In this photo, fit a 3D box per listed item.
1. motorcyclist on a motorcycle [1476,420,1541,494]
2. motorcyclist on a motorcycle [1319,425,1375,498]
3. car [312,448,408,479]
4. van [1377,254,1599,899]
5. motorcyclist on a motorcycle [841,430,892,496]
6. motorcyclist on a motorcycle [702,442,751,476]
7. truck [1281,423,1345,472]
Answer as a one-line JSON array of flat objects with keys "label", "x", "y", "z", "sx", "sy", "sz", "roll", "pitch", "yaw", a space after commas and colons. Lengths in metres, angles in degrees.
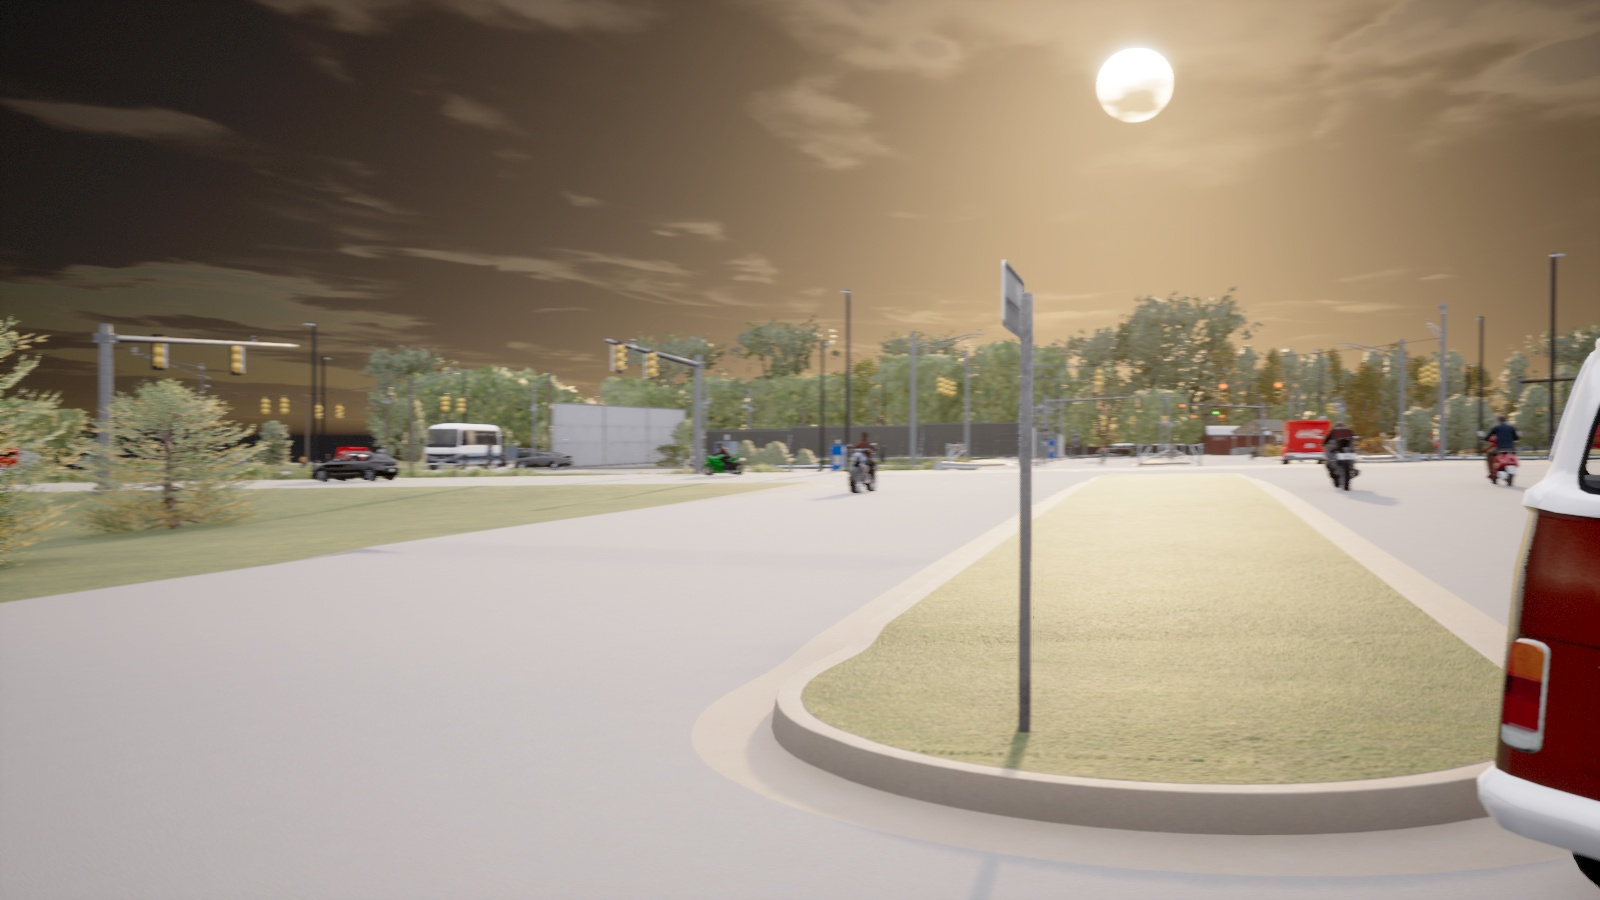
[{"label": "motorcyclist on a motorcycle", "x": 15.745, "y": 0.136, "z": 27.959, "sx": 0.866, "sy": 1.590, "sz": 1.817, "roll": 0, "pitch": 1, "yaw": 16}, {"label": "motorcyclist on a motorcycle", "x": 11.997, "y": 0.235, "z": 27.612, "sx": 0.866, "sy": 1.530, "sz": 2.191, "roll": 0, "pitch": 1, "yaw": 16}, {"label": "car", "x": -21.711, "y": 0.659, "z": 62.017, "sx": 4.193, "sy": 1.474, "sz": 1.816, "roll": -1, "pitch": 0, "yaw": 17}, {"label": "van", "x": 4.303, "y": 0.490, "z": 4.196, "sx": 4.480, "sy": 2.038, "sz": 2.069, "roll": -1, "pitch": 3, "yaw": -31}, {"label": "motorcyclist on a motorcycle", "x": 1.736, "y": 0.331, "z": 32.504, "sx": 0.766, "sy": 1.649, "sz": 2.350, "roll": 0, "pitch": 0, "yaw": 17}, {"label": "motorcyclist on a motorcycle", "x": -3.297, "y": 0.407, "z": 56.518, "sx": 2.044, "sy": 1.523, "sz": 0.797, "roll": -1, "pitch": 0, "yaw": 17}, {"label": "truck", "x": 27.305, "y": -0.080, "z": 67.019, "sx": 2.627, "sy": 2.467, "sz": 5.204, "roll": -1, "pitch": -1, "yaw": 17}]
